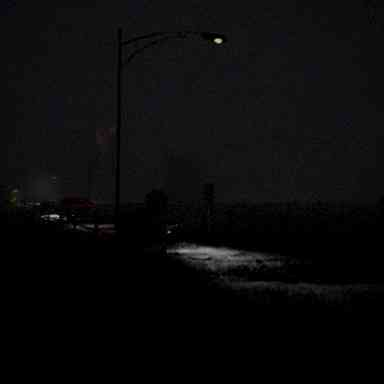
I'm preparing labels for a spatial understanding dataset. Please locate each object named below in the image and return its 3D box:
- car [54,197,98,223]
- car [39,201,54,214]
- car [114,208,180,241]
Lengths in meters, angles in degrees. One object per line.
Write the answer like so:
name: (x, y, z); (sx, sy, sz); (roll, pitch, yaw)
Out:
car: (-9.677, 1.408, 28.019); (2.150, 2.045, 5.566); (1, -1, -33)
car: (-16.853, 1.773, 39.241); (2.128, 1.511, 4.902); (1, -1, -32)
car: (-2.471, 1.592, 17.382); (2.128, 1.511, 4.902); (1, -1, -35)
